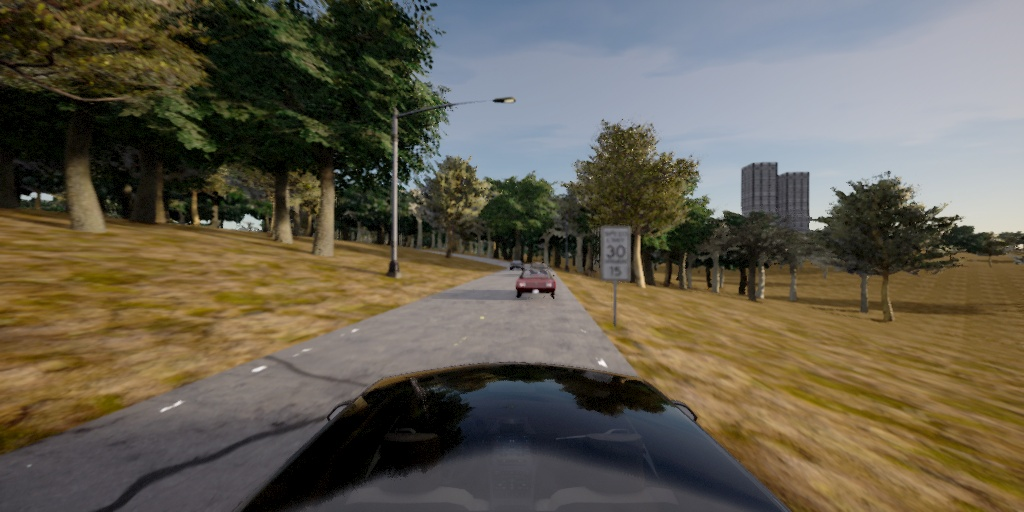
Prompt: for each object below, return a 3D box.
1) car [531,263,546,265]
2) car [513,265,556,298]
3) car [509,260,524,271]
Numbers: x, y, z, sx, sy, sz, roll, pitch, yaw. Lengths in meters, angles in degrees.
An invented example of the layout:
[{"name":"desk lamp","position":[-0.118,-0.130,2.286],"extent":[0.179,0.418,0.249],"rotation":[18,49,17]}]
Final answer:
[{"name":"car","position":[2.788,1.345,37.613],"extent":[1.895,1.301,4.718],"rotation":[0,0,5]},{"name":"car","position":[1.253,1.335,18.530],"extent":[1.895,1.301,4.718],"rotation":[0,0,4]},{"name":"car","position":[0.714,1.296,50.599],"extent":[2.033,1.411,5.357],"rotation":[0,0,5]}]
